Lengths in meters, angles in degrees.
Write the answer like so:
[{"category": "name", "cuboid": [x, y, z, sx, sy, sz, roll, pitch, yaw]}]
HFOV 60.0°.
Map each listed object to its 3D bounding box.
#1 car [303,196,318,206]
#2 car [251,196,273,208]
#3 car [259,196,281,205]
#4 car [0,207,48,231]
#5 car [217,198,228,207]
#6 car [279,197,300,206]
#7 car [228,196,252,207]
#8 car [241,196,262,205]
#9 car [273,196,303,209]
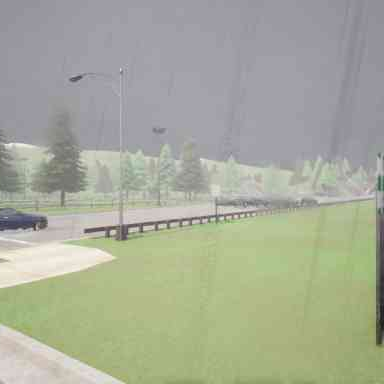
[{"category": "car", "cuboid": [19.129, 1.505, 54.266, 1.837, 1.490, 4.892, 0, 0, 35]}, {"category": "car", "cuboid": [10.903, 1.505, 48.524, 1.837, 1.490, 4.892, 0, 0, 35]}, {"category": "car", "cuboid": [13.869, 1.491, 58.958, 2.128, 1.511, 4.902, 0, 0, 35]}, {"category": "car", "cuboid": [-10.276, 1.525, 18.181, 1.812, 1.442, 4.674, 0, 0, 35]}, {"category": "car", "cuboid": [5.338, 1.564, 52.767, 1.994, 1.385, 4.181, 0, 0, 35]}, {"category": "car", "cuboid": [16.754, 1.601, 56.976, 1.895, 1.301, 4.718, 0, 0, 35]}, {"category": "car", "cuboid": [8.035, 1.491, 50.530, 2.128, 1.511, 4.902, 0, 0, 35]}, {"category": "car", "cuboid": [11.002, 1.478, 60.965, 1.882, 1.535, 5.008, 0, 0, 35]}, {"category": "car", "cuboid": [13.265, 1.505, 45.806, 1.837, 1.490, 4.892, 0, 0, 35]}]
